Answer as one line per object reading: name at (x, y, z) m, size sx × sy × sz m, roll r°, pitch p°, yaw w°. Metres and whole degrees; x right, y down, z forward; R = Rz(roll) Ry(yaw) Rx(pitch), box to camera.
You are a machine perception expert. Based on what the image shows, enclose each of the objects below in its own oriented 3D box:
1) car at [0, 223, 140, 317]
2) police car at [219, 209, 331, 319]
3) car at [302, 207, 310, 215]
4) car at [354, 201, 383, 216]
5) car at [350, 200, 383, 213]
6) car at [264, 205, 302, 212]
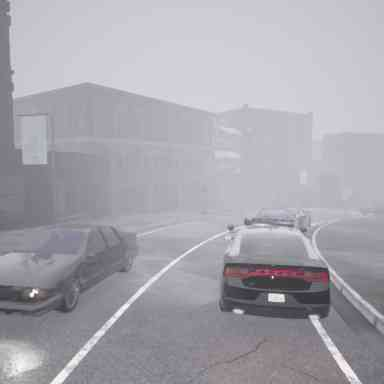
car at (-2.824, 1.501, 7.941) m, size 2.033 × 1.411 × 5.357 m, roll 1°, pitch 0°, yaw 9°
police car at (1.744, 1.433, 7.673) m, size 1.930 × 1.638 × 5.238 m, roll 1°, pitch 0°, yaw 10°
car at (6.614, 1.613, 21.857) m, size 1.812 × 1.442 × 4.674 m, roll 2°, pitch 1°, yaw 28°
car at (22.472, 2.106, 40.390) m, size 5.357 × 1.411 × 2.033 m, roll 2°, pitch 3°, yaw -32°
car at (24.141, 1.942, 45.223) m, size 4.902 × 1.511 × 2.128 m, roll 2°, pitch 3°, yaw -28°
car at (4.255, 1.521, 16.688) m, size 1.882 × 1.535 × 5.008 m, roll 2°, pitch 0°, yaw 21°
